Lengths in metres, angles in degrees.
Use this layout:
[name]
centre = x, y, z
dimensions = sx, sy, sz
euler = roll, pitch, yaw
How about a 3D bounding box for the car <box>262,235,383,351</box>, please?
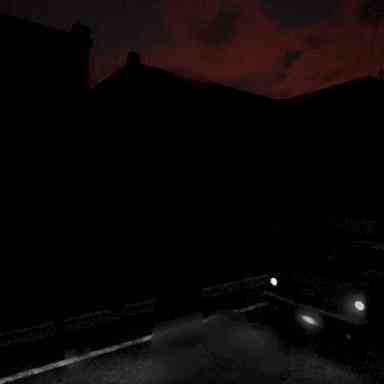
[car]
centre = 3.521, 1.558, 6.183
dimensions = 4.718, 1.301, 1.895
euler = 0, 0, -35
